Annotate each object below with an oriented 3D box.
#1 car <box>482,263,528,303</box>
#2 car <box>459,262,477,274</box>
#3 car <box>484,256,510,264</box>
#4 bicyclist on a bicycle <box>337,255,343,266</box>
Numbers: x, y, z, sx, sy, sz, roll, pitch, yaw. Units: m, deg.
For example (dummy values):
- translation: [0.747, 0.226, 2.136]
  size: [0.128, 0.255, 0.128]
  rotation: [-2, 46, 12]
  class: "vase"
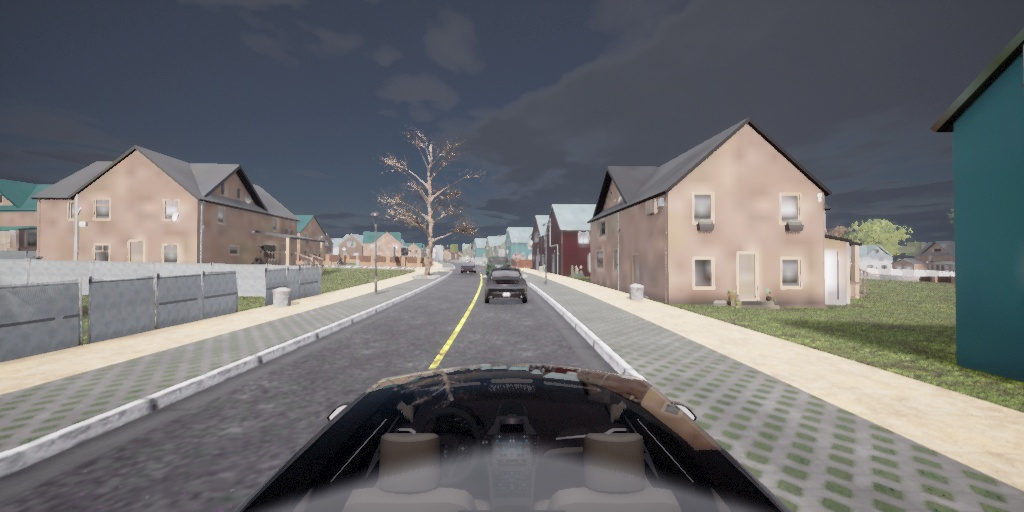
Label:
- translation: [-0.321, 1.269, 16.583]
  size: [1.837, 1.490, 4.892]
  rotation: [0, 0, -2]
  class: "car"
- translation: [-5.014, 1.356, 41.304]
  size: [2.033, 1.411, 5.357]
  rotation: [0, 0, -7]
  class: "car"
- translation: [-1.286, 1.014, 31.642]
  size: [2.150, 2.045, 5.566]
  rotation: [0, 0, -5]
  class: "car"
- translation: [-24.958, 0.613, 51.968]
  size: [0.582, 1.620, 1.656]
  rotation: [1, 0, 3]
  class: "bicyclist on a bicycle"
